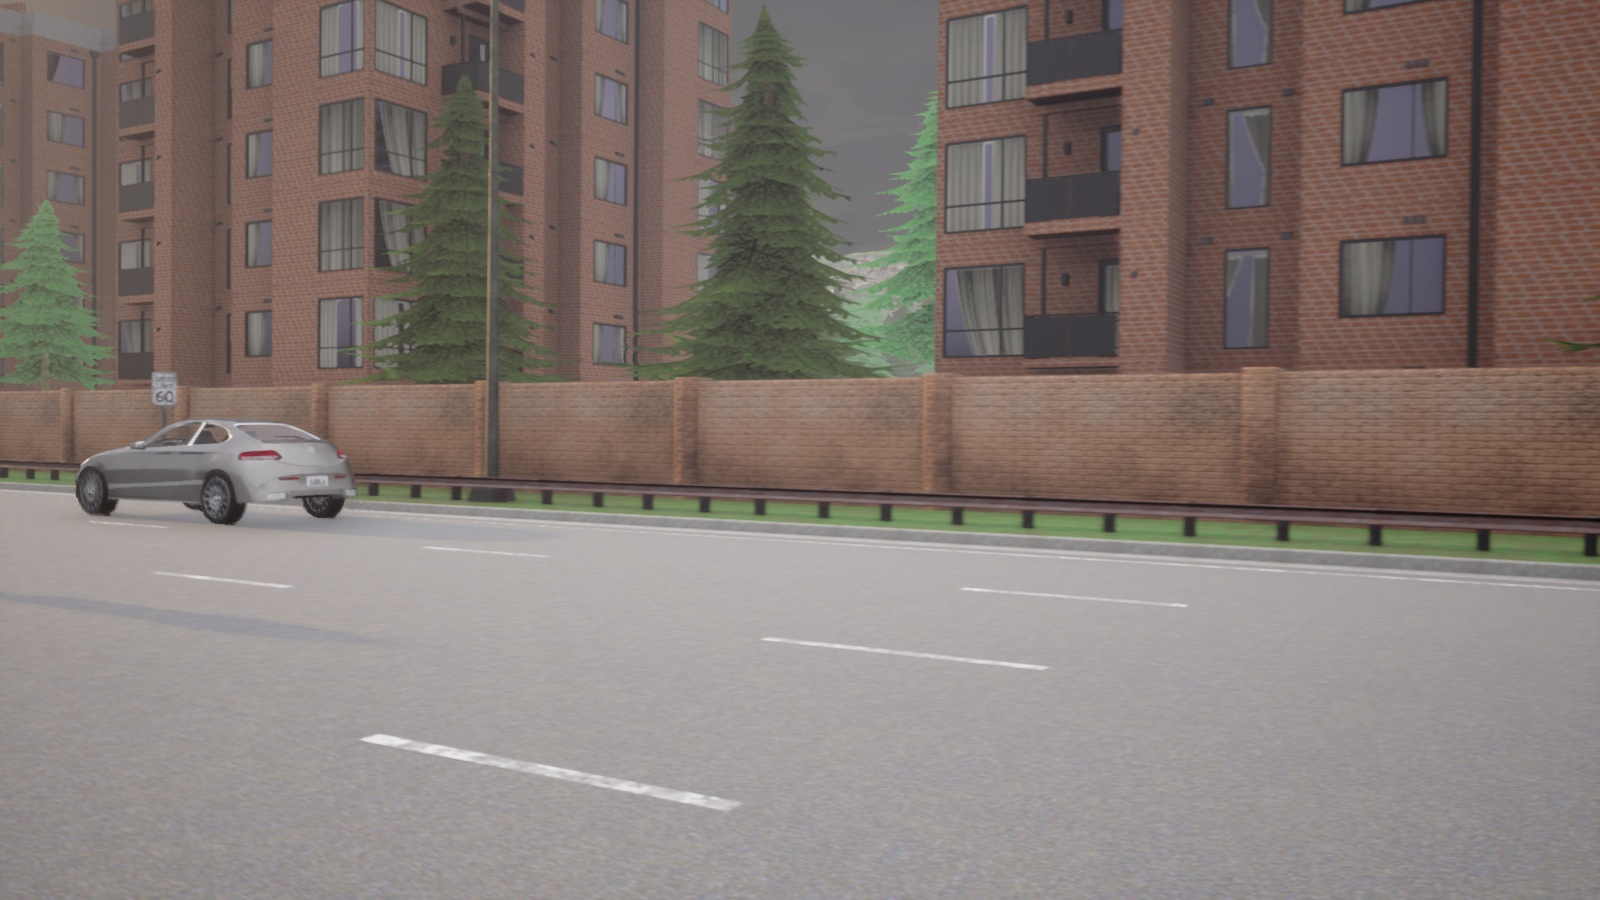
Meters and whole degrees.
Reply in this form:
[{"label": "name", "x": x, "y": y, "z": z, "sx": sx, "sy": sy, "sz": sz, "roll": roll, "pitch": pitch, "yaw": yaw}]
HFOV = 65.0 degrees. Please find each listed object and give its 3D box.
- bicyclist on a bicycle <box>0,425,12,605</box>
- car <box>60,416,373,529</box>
[{"label": "bicyclist on a bicycle", "x": -8.005, "y": 0.594, "z": 11.531, "sx": 1.656, "sy": 1.620, "sz": 0.582, "roll": 0, "pitch": 1, "yaw": 30}, {"label": "car", "x": -9.612, "y": 0.309, "z": 20.592, "sx": 5.027, "sy": 1.651, "sz": 2.152, "roll": 0, "pitch": 1, "yaw": 30}]
